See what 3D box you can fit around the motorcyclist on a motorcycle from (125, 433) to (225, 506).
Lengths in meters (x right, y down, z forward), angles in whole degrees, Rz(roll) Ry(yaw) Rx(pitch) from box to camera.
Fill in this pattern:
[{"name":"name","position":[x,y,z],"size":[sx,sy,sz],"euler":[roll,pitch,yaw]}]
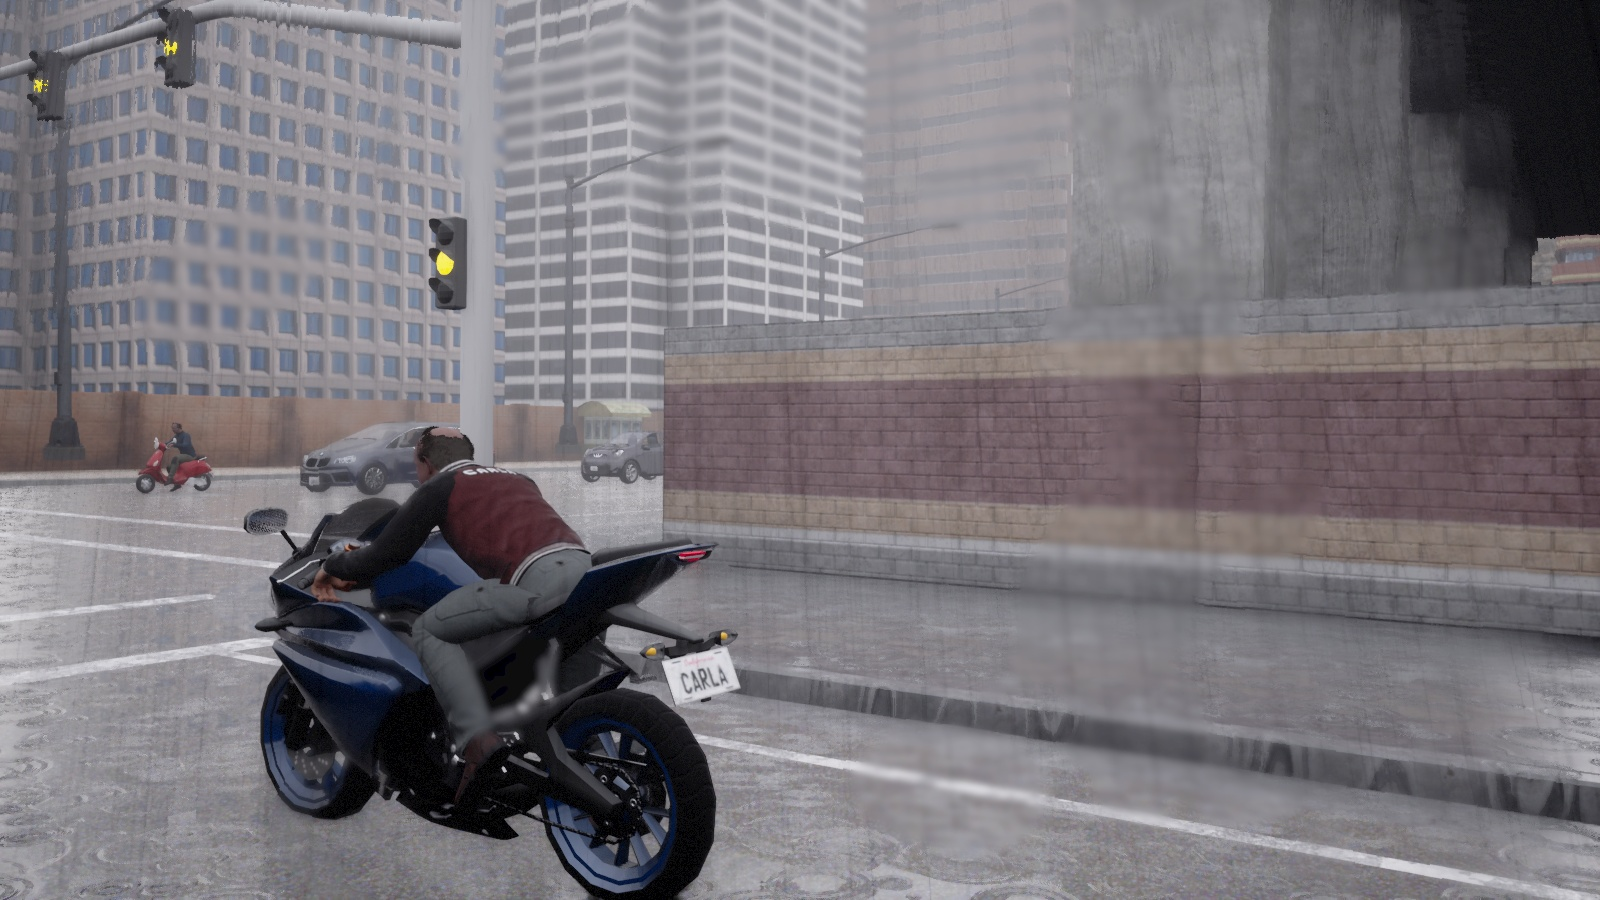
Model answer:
[{"name":"motorcyclist on a motorcycle","position":[-14.162,0.424,28.516],"size":[0.866,1.590,1.817],"euler":[0,1,34]}]

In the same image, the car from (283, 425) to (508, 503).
[{"name":"car","position":[-9.350,0.259,29.396],"size":[2.242,1.667,4.611],"euler":[0,1,34]}]

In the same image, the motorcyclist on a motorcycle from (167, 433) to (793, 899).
[{"name":"motorcyclist on a motorcycle","position":[-1.183,0.717,4.409],"size":[2.191,1.530,0.866],"euler":[0,1,34]}]

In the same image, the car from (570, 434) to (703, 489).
[{"name":"car","position":[-4.681,0.292,36.289],"size":[1.845,1.501,3.633],"euler":[0,1,34]}]
